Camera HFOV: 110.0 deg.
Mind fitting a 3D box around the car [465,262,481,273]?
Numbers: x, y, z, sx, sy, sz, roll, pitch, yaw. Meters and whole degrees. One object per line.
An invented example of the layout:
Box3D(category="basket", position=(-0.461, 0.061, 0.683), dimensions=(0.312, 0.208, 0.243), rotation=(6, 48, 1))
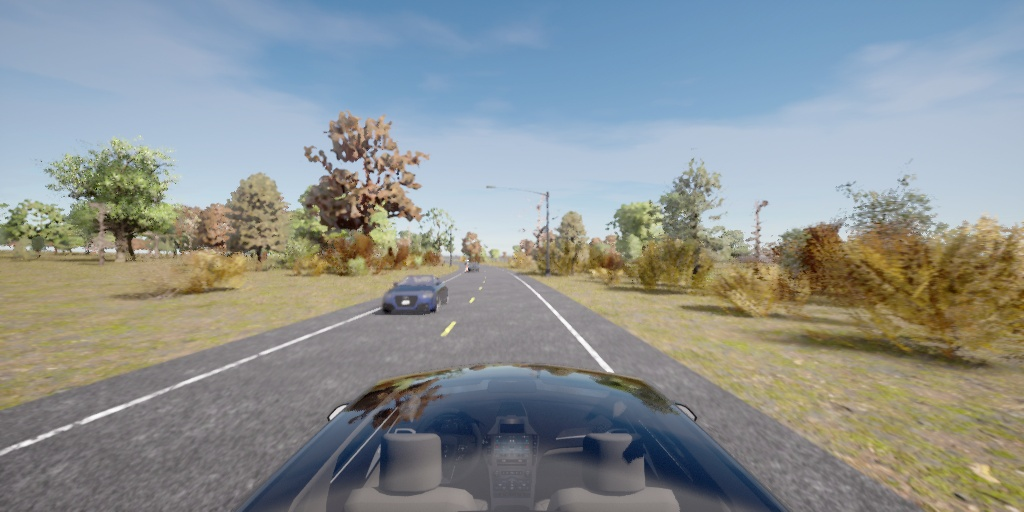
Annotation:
Box3D(category="car", position=(-6.012, 1.834, 56.689), dimensions=(1.837, 1.490, 4.892), rotation=(0, 0, -4))

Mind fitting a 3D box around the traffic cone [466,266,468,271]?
Box3D(category="traffic cone", position=(-7.836, 2.341, 62.096), dimensions=(0.340, 0.580, 0.340), rotation=(0, 0, -6))

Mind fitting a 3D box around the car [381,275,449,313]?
Box3D(category="car", position=(-3.766, 1.458, 14.582), dimensions=(1.994, 1.385, 4.181), rotation=(0, -1, -1))
